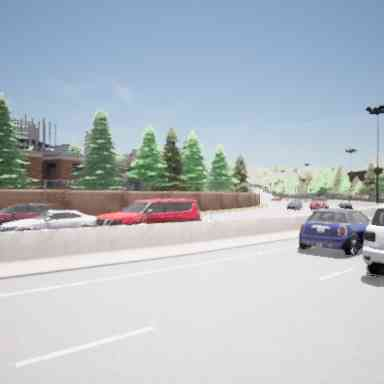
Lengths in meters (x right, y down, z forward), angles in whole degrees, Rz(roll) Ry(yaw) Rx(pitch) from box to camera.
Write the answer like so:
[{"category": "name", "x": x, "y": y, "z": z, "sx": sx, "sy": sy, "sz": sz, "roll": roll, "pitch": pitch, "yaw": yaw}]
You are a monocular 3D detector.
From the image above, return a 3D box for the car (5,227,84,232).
[{"category": "car", "x": -6.877, "y": 1.609, "z": 16.580, "sx": 4.674, "sy": 1.442, "sz": 1.812, "roll": 1, "pitch": -1, "yaw": -39}]

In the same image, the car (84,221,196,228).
[{"category": "car", "x": -1.969, "y": 1.332, "z": 16.062, "sx": 5.566, "sy": 2.045, "sz": 2.150, "roll": 1, "pitch": 0, "yaw": -41}]

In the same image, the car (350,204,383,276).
[{"category": "car", "x": 7.007, "y": 1.340, "z": 9.758, "sx": 5.566, "sy": 2.045, "sz": 2.150, "roll": 1, "pitch": 0, "yaw": -42}]

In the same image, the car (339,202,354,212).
[{"category": "car", "x": 22.532, "y": 2.115, "z": 48.578, "sx": 1.895, "sy": 1.301, "sz": 4.718, "roll": 0, "pitch": 0, "yaw": 25}]

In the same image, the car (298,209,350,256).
[{"category": "car", "x": 6.439, "y": 1.500, "z": 14.078, "sx": 4.553, "sy": 1.767, "sz": 2.097, "roll": 1, "pitch": -1, "yaw": -43}]
